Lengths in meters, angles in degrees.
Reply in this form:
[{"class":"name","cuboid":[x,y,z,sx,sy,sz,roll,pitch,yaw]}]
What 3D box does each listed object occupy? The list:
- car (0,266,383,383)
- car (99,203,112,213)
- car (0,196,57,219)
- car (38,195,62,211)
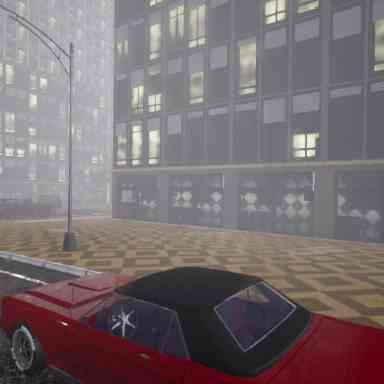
[{"class":"car","cuboid":[-0.308,1.600,3.911,4.718,1.301,1.895,0,0,36]},{"class":"car","cuboid":[-8.876,1.829,39.936,1.752,1.417,4.829,1,0,37]},{"class":"car","cuboid":[-15.700,1.519,30.745,2.192,1.841,5.009,1,0,37]},{"class":"car","cuboid":[-17.641,1.365,37.825,2.150,2.045,5.566,1,1,36]}]
